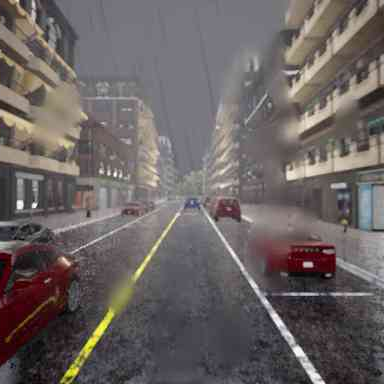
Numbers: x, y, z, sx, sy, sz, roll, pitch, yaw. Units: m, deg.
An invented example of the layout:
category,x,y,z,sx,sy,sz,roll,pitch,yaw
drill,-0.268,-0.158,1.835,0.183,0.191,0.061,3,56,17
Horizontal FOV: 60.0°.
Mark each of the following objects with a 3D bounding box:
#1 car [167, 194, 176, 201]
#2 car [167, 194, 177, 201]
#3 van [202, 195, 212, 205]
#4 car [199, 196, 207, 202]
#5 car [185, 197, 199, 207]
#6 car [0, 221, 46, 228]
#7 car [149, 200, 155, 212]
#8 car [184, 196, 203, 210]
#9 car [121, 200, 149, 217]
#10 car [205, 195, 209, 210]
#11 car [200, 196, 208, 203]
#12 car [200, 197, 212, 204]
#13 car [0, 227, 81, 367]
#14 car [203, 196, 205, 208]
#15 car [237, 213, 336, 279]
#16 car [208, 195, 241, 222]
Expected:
category,x,y,z,sx,sy,sz,roll,pitch,yaw
car,-5.644,1.467,93.583,2.192,1.841,5.009,1,0,0
car,-5.650,1.708,88.012,1.947,1.339,4.313,1,0,0
van,2.724,1.437,60.114,1.690,1.788,3.998,1,0,0
car,2.728,1.714,82.399,1.802,1.307,4.206,1,0,0
car,0.018,1.633,53.659,2.033,1.411,5.357,0,0,0
car,-5.676,1.582,10.016,1.947,1.339,4.313,1,0,0
car,-5.667,1.642,37.871,1.802,1.307,4.206,1,0,0
car,0.015,1.421,43.583,2.097,1.767,4.553,0,0,0
car,-5.668,1.595,32.301,1.887,1.381,4.507,1,0,0
car,2.715,1.365,32.258,2.192,1.841,5.009,1,0,0
car,2.727,1.649,76.997,1.752,1.417,4.829,1,0,0
car,2.723,1.655,65.685,2.008,1.369,4.403,1,0,0
car,-3.087,1.533,4.870,1.812,1.442,4.674,0,0,0
car,2.716,1.594,43.570,1.752,1.417,4.829,1,0,0
car,2.705,1.560,9.974,1.887,1.381,4.507,1,0,0
car,2.713,1.356,26.688,2.192,1.841,5.009,1,0,0
